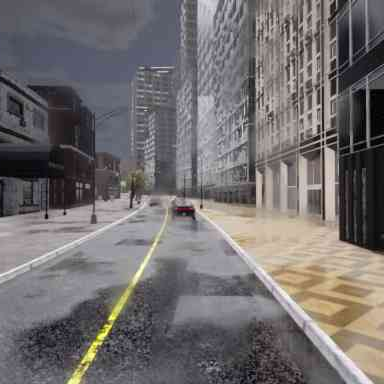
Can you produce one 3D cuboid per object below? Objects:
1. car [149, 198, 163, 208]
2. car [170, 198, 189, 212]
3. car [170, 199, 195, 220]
[{"bbox_3d":[-5.264,1.522,48.490,2.033,1.411,5.357,0,0,-6],"label":"car"},{"bbox_3d":[-1.572,1.534,39.972,2.033,1.411,5.357,0,0,-4],"label":"car"},{"bbox_3d":[-0.748,1.486,27.953,2.128,1.511,4.902,0,0,-3],"label":"car"}]
